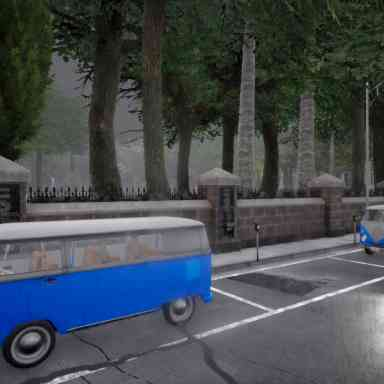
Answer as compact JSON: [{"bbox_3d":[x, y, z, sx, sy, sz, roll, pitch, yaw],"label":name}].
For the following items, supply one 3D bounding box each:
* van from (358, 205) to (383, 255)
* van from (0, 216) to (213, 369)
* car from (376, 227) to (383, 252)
[{"bbox_3d":[7.660,1.337,12.031,3.998,1.788,1.690,0,0,-36],"label":"van"},{"bbox_3d":[-1.540,1.341,5.442,3.998,1.788,1.690,0,0,-36],"label":"van"},{"bbox_3d":[6.497,1.562,7.913,4.181,1.385,1.994,0,0,-36],"label":"car"}]
